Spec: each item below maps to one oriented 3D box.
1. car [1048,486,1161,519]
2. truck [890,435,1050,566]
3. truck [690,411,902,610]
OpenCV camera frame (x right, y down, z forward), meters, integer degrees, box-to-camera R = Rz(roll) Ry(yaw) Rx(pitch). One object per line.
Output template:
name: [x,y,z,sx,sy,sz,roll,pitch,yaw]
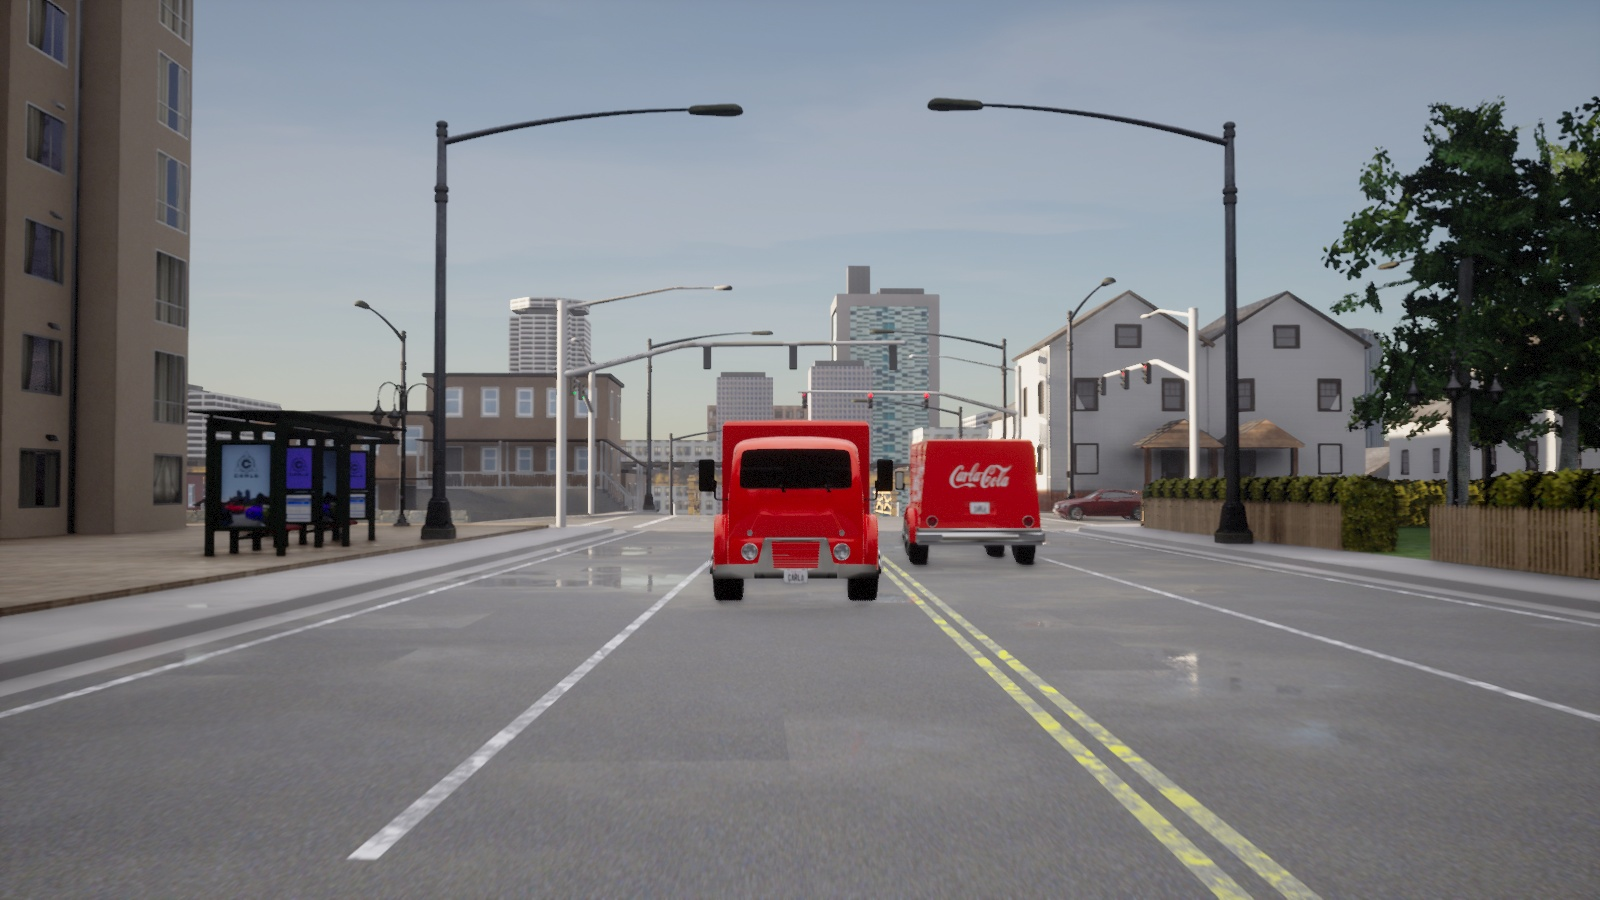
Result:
car: [13.805,2.385,57.171,4.674,1.442,1.812,0,-2,-1]
truck: [3.420,1.044,26.507,2.627,2.467,5.204,0,-2,0]
truck: [-0.058,0.828,18.288,2.627,2.467,5.204,0,-2,0]
